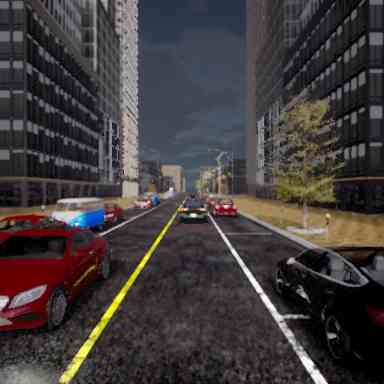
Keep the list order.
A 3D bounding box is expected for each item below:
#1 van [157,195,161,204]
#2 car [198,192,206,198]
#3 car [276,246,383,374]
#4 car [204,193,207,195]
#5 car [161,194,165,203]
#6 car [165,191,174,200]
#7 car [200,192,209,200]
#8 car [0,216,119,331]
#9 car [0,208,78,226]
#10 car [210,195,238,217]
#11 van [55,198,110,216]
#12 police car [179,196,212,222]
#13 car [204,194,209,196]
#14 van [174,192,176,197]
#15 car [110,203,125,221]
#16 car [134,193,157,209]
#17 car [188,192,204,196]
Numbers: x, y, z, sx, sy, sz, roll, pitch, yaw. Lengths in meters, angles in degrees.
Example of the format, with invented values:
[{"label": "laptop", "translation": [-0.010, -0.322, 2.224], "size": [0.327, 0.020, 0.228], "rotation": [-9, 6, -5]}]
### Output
[{"label": "van", "translation": [-5.661, 0.980, 45.391], "size": [1.690, 1.788, 3.998], "rotation": [0, 0, 0]}, {"label": "car", "translation": [2.744, 0.810, 90.906], "size": [2.008, 1.369, 4.403], "rotation": [0, 0, 0]}, {"label": "car", "translation": [2.696, 1.522, 5.531], "size": [1.947, 1.339, 4.313], "rotation": [0, 0, 0]}, {"label": "car", "translation": [2.718, 1.162, 45.543], "size": [1.752, 1.417, 4.829], "rotation": [0, 0, 0]}, {"label": "car", "translation": [-5.659, 1.158, 51.085], "size": [1.947, 1.339, 4.313], "rotation": [0, 0, 0]}, {"label": "car", "translation": [-5.646, 0.930, 73.681], "size": [1.752, 1.417, 4.829], "rotation": [0, 0, 0]}, {"label": "car", "translation": [2.735, 0.843, 73.830], "size": [1.967, 1.590, 4.097], "rotation": [0, 0, 0]}, {"label": "car", "translation": [-3.031, 1.471, 6.911], "size": [1.812, 1.442, 4.674], "rotation": [0, 0, 1]}, {"label": "car", "translation": [-5.681, 1.457, 11.240], "size": [1.887, 1.381, 4.507], "rotation": [0, 0, 0]}, {"label": "car", "translation": [2.710, 1.217, 28.296], "size": [1.967, 1.590, 4.097], "rotation": [0, 0, 0]}, {"label": "van", "translation": [-5.677, 1.209, 16.931], "size": [1.690, 1.788, 3.998], "rotation": [0, 0, 0]}, {"label": "police car", "translation": [0.114, 1.318, 24.178], "size": [2.038, 1.542, 4.974], "rotation": [0, 1, 0]}, {"label": "car", "translation": [2.715, 1.267, 39.681], "size": [1.802, 1.307, 4.206], "rotation": [0, 0, 0]}, {"label": "van", "translation": [-5.639, 0.649, 85.234], "size": [1.690, 1.788, 3.998], "rotation": [0, 0, 0]}, {"label": "car", "translation": [-5.675, 1.405, 22.625], "size": [1.802, 1.307, 4.206], "rotation": [0, 0, 0]}, {"label": "car", "translation": [-5.665, 1.125, 39.699], "size": [1.967, 1.590, 4.097], "rotation": [0, 0, 0]}, {"label": "car", "translation": [0.123, 1.097, 42.017], "size": [2.033, 1.649, 4.856], "rotation": [0, 1, 0]}]
